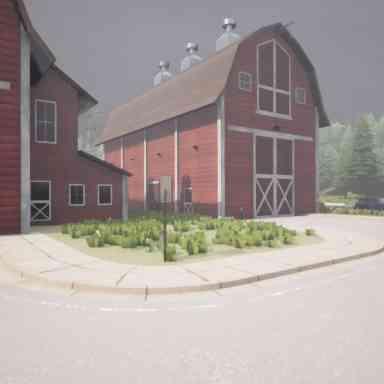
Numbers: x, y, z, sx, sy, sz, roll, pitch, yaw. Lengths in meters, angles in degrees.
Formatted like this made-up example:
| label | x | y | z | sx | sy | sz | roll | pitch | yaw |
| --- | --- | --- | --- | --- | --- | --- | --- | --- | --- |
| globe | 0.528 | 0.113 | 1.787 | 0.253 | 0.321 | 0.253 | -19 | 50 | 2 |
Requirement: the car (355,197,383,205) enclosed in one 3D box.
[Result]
| label | x | y | z | sx | sy | sz | roll | pitch | yaw |
| --- | --- | --- | --- | --- | --- | --- | --- | --- | --- |
| car | 20.137 | 1.385 | 36.066 | 2.097 | 1.767 | 4.553 | 0 | 0 | -34 |
